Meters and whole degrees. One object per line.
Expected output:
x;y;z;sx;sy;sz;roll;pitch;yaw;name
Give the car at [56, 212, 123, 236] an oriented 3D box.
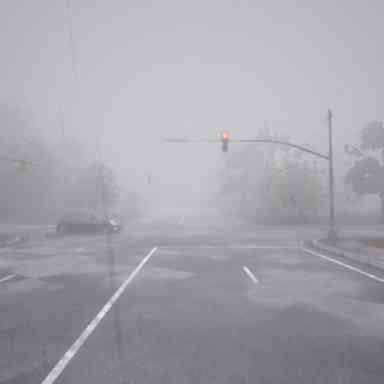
-7.375;2.222;24.295;4.553;1.767;2.097;0;-3;4;car
